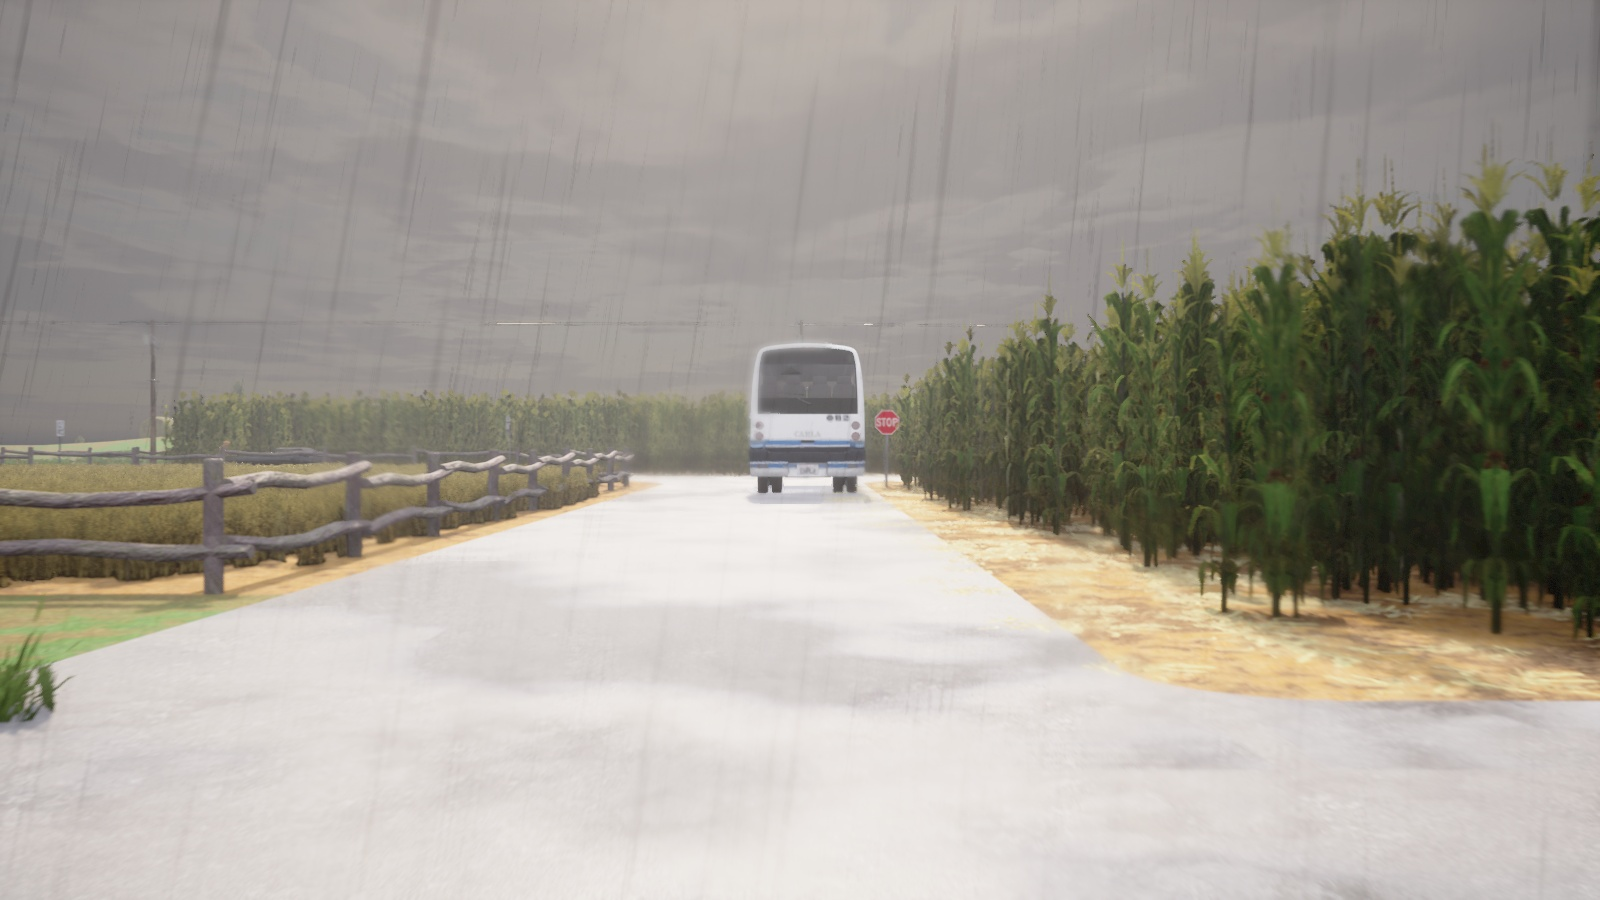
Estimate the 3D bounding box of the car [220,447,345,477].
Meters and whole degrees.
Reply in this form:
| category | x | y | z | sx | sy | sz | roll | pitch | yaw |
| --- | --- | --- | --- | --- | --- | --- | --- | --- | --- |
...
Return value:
| category | x | y | z | sx | sy | sz | roll | pitch | yaw |
| --- | --- | --- | --- | --- | --- | --- | --- | --- | --- |
| car | -22.608 | 0.508 | 54.981 | 4.718 | 1.301 | 1.895 | 0 | 0 | 0 |

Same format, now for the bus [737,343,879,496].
| category | x | y | z | sx | sy | sz | roll | pitch | yaw |
| --- | --- | --- | --- | --- | --- | --- | --- | --- | --- |
| bus | 0.245 | -0.864 | 40.098 | 3.944 | 4.253 | 10.273 | 0 | 0 | 0 |
